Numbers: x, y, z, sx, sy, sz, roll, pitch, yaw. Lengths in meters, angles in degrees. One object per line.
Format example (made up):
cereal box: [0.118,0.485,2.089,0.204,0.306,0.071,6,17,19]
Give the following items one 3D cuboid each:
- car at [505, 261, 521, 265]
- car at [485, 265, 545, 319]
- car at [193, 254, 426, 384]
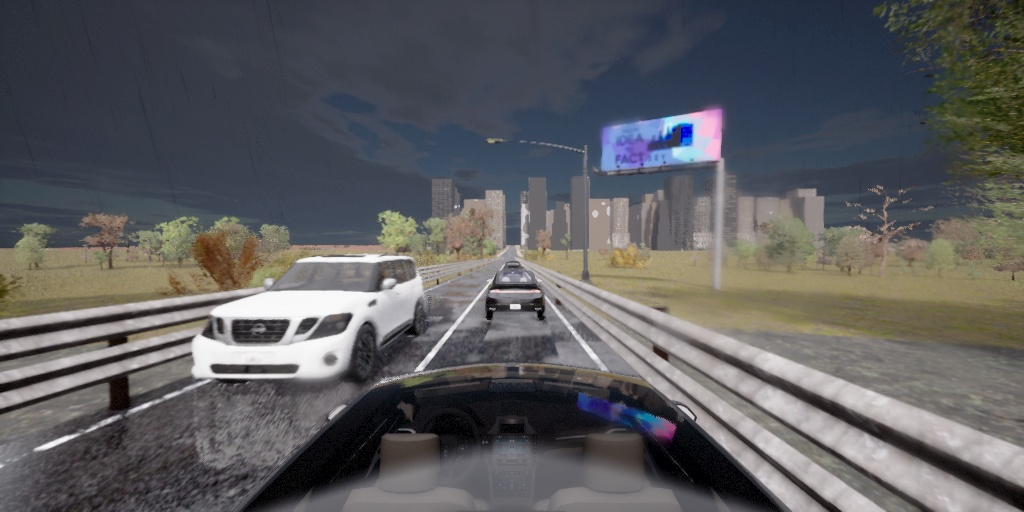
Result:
car: [0.092,1.244,34.528,1.837,1.490,4.892,0,0,0]
car: [0.097,1.238,12.689,2.128,1.511,4.902,0,0,0]
car: [-3.350,0.970,7.395,2.150,2.045,5.566,0,0,0]
